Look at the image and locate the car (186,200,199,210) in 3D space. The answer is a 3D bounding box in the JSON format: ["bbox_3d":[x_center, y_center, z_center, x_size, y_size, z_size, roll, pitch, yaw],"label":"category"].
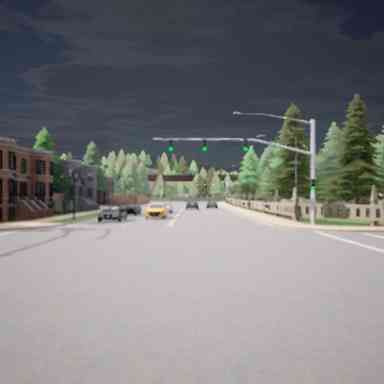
[{"bbox_3d":[0.042,2.029,55.379,2.097,1.767,4.553,0,-1,0],"label":"car"}]

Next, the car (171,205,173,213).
[{"bbox_3d":[-3.528,2.066,44.156,1.812,1.442,4.674,0,-1,1],"label":"car"}]

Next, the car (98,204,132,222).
[{"bbox_3d":[-7.075,1.932,30.022,1.994,1.385,4.181,0,-1,0],"label":"car"}]

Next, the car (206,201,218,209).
[{"bbox_3d":[3.646,2.301,60.350,1.994,1.385,4.181,0,-1,0],"label":"car"}]

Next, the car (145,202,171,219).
[{"bbox_3d":[-3.569,1.894,33.992,1.882,1.535,5.008,0,-1,0],"label":"car"}]

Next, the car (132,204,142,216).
[{"bbox_3d":[-7.057,2.076,38.773,1.895,1.301,4.718,0,-1,0],"label":"car"}]
